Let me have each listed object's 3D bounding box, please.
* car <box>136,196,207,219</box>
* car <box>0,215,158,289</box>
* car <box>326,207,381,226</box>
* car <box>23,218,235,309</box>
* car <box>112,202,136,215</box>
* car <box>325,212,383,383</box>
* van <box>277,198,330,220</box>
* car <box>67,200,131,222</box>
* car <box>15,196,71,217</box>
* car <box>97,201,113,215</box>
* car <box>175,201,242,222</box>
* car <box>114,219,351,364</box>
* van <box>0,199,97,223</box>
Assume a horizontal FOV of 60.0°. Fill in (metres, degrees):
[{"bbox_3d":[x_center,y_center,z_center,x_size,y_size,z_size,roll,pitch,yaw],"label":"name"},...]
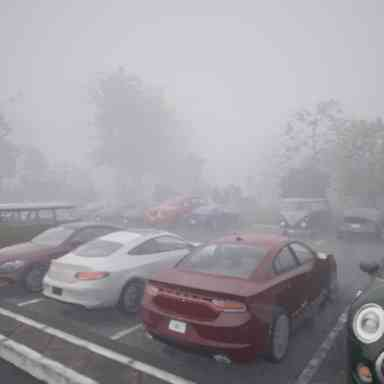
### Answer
[{"bbox_3d":[-0.865,1.322,23.020,2.435,2.045,5.566,0,0,35],"label":"car"},{"bbox_3d":[-3.366,1.615,9.412,2.002,1.452,4.674,-1,-1,35],"label":"car"},{"bbox_3d":[8.498,1.539,16.444,2.163,1.488,4.792,-1,-1,35],"label":"car"},{"bbox_3d":[-1.058,1.585,7.767,2.002,1.452,4.674,-1,-1,35],"label":"car"},{"bbox_3d":[-3.169,1.588,24.654,2.163,1.488,4.792,0,0,35],"label":"car"},{"bbox_3d":[3.569,1.349,4.526,2.185,1.767,4.553,-1,-1,35],"label":"car"},{"bbox_3d":[6.104,1.319,17.959,1.878,1.987,4.442,-1,0,35],"label":"van"},{"bbox_3d":[-7.651,1.531,27.880,2.231,1.521,4.892,0,0,35],"label":"car"},{"bbox_3d":[-14.580,1.361,32.753,2.185,1.767,4.553,0,0,35],"label":"car"},{"bbox_3d":[-5.472,1.574,26.288,2.163,1.488,4.792,0,0,35],"label":"car"},{"bbox_3d":[1.459,1.584,21.398,2.097,1.535,5.008,1,0,35],"label":"car"},{"bbox_3d":[1.244,1.509,6.130,2.097,1.535,5.008,-1,-1,35],"label":"car"},{"bbox_3d":[-5.713,1.359,11.217,1.878,1.987,4.442,0,0,35],"label":"van"}]
